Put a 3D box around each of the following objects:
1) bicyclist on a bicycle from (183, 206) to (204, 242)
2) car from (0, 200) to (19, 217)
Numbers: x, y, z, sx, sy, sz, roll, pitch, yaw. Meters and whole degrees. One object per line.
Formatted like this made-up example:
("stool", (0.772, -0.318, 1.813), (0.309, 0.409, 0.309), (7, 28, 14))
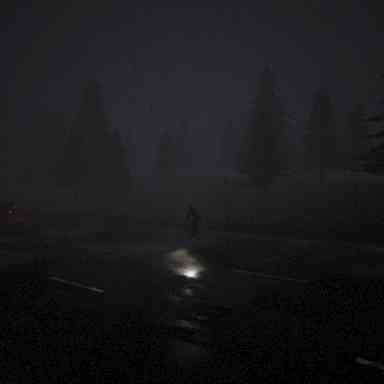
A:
("bicyclist on a bicycle", (0.066, 1.449, 15.287), (0.582, 1.620, 1.656), (0, 2, 36))
("car", (-17.250, 1.480, 29.413), (4.902, 1.511, 2.128), (0, 0, 36))
